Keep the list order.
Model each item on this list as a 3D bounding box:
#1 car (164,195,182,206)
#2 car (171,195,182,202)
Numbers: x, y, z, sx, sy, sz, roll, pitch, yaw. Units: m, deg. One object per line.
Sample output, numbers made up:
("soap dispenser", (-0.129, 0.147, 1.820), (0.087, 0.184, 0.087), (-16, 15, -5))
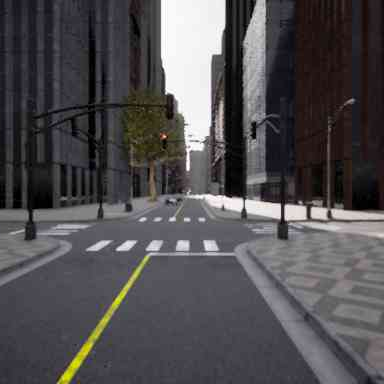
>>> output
("car", (-3.001, 1.312, 48.682), (2.033, 1.411, 5.357), (0, 1, 0))
("car", (-3.001, 1.261, 66.204), (1.895, 1.301, 4.718), (0, 0, 0))
